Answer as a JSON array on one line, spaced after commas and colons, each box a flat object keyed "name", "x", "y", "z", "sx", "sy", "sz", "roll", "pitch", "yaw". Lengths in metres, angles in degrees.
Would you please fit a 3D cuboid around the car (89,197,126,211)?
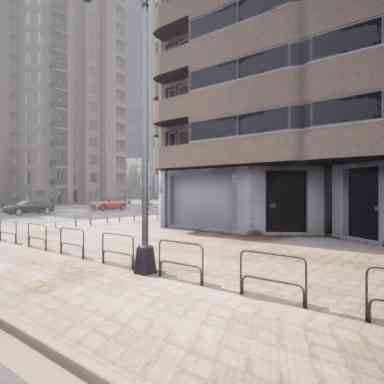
[{"name": "car", "x": -10.585, "y": 1.407, "z": 41.716, "sx": 2.097, "sy": 1.767, "sz": 4.553, "roll": 0, "pitch": 0, "yaw": 39}]

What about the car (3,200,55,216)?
[{"name": "car", "x": -16.644, "y": 1.560, "z": 34.127, "sx": 1.837, "sy": 1.490, "sz": 4.892, "roll": 0, "pitch": 0, "yaw": 39}]
